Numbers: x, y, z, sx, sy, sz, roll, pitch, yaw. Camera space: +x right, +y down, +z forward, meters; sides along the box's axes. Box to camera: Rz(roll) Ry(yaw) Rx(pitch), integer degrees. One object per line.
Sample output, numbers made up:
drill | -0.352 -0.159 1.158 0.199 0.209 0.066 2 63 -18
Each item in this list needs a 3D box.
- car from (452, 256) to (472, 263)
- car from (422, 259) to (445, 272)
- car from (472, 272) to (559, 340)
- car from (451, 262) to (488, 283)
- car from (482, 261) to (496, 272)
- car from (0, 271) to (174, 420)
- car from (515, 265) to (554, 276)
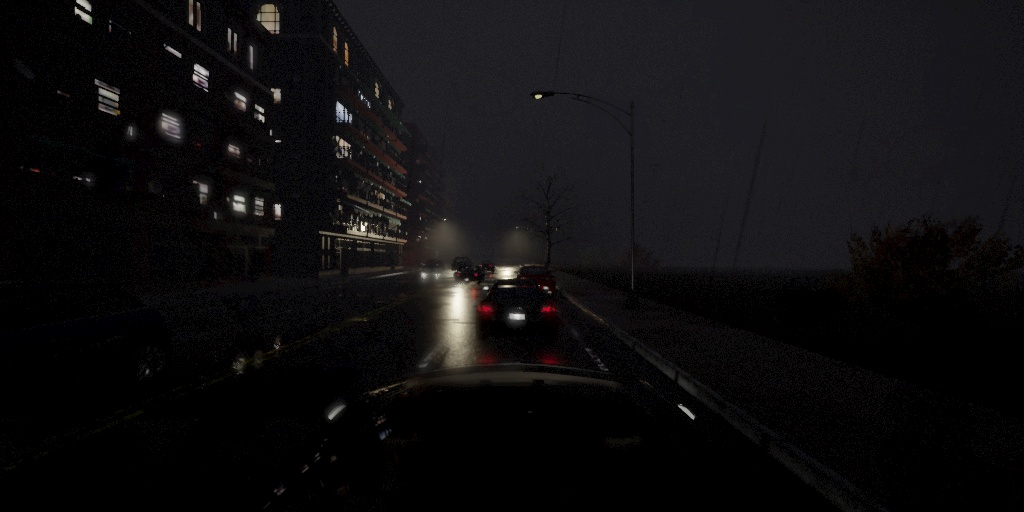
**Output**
car | -6.543 0.972 47.185 2.150 2.045 5.566 0 0 0
car | -9.796 1.103 44.878 2.097 1.767 4.553 0 0 0
car | 0.111 1.315 9.942 1.994 1.385 4.181 0 0 0
car | -3.115 1.353 27.287 1.895 1.301 4.718 0 0 0
car | -3.100 1.277 44.154 1.812 1.442 4.674 0 0 0
car | -6.599 1.102 3.896 2.097 1.767 4.553 0 0 0
car | 1.158 1.230 18.862 1.882 1.535 5.008 0 0 0
